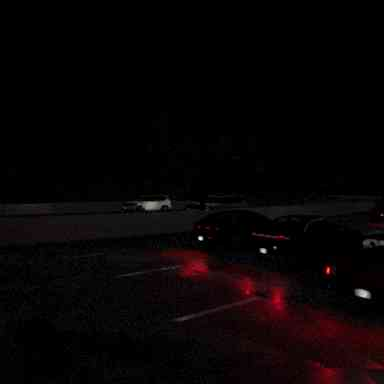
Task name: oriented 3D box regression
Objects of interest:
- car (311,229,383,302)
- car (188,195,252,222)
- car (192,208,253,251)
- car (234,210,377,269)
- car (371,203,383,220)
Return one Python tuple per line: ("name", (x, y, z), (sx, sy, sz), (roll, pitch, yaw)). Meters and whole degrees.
("car", (4.964, 1.623, 7.613), (4.718, 1.301, 1.895), (0, 0, -38))
("car", (2.491, 1.301, 28.462), (5.566, 2.045, 2.150), (0, 0, -41))
("car", (2.229, 1.545, 14.394), (4.892, 1.490, 1.837), (0, 0, -38))
("car", (4.011, 1.524, 11.345), (4.902, 1.511, 2.128), (0, 0, -38))
("car", (15.824, 1.551, 26.249), (5.008, 1.535, 1.882), (0, 0, -43))
